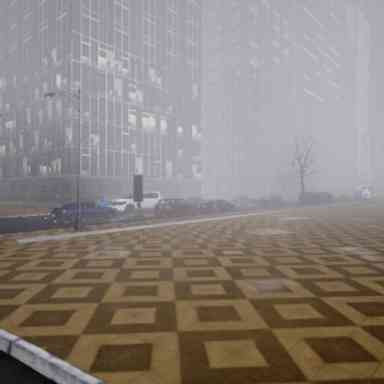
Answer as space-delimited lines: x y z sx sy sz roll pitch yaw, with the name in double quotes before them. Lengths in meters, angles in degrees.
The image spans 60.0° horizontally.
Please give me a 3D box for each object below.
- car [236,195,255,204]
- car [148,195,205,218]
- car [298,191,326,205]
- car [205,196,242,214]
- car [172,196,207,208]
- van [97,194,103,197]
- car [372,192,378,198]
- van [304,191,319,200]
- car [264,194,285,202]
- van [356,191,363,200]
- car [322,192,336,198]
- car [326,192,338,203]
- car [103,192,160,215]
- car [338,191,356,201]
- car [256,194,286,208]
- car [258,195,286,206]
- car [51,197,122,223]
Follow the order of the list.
"car" 7.181 1.141 49.980 1.947 1.339 4.313 1 1 41
"car" -1.170 1.236 27.151 1.967 1.590 4.097 1 1 41
"car" 17.236 0.881 48.833 2.192 1.841 5.009 1 1 41
"car" 2.487 1.315 31.510 1.947 1.339 4.313 1 1 41
"car" -0.224 1.211 41.345 1.887 1.381 4.507 1 1 41
"van" -7.707 1.099 32.773 1.690 1.788 3.998 1 1 41
"car" 43.162 0.701 79.649 1.801 1.575 5.366 0 1 41
"van" 25.683 0.688 71.583 1.690 1.788 3.998 1 1 41
"car" 14.582 1.050 58.623 1.947 1.339 4.313 1 1 41
"van" 35.736 0.680 70.439 1.690 1.788 3.998 1 1 41
"car" 33.082 0.823 80.230 1.947 1.339 4.313 1 1 41
"car" 20.936 0.835 53.154 2.192 1.841 5.009 1 1 41
"car" -5.197 0.985 31.547 2.150 2.045 5.566 0 1 41
"car" 28.446 0.953 61.928 1.752 1.417 4.829 1 1 41
"car" 9.835 1.239 40.194 1.802 1.307 4.206 1 1 41
"car" 11.024 1.170 45.647 1.994 1.385 4.181 0 1 41
"car" -7.687 1.363 23.876 1.812 1.442 4.674 0 1 41
